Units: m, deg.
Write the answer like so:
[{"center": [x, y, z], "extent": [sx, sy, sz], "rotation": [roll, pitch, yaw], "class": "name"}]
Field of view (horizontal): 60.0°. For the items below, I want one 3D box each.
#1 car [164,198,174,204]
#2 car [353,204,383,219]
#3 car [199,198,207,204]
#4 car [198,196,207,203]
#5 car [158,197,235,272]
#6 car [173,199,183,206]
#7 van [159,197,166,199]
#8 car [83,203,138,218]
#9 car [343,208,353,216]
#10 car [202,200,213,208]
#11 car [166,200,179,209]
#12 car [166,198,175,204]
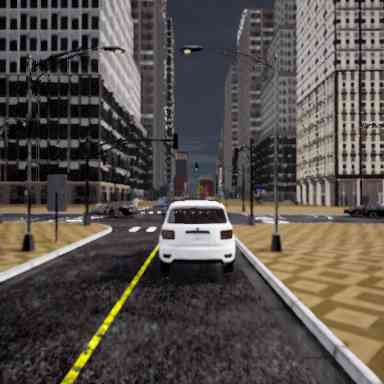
[{"center": [-5.588, 2.271, 81.046], "extent": [1.947, 1.339, 4.313], "rotation": [0, 0, 0], "class": "car"}, {"center": [19.744, 2.060, 34.335], "extent": [4.718, 1.301, 1.895], "rotation": [0, -1, -1], "class": "car"}, {"center": [2.821, 2.297, 86.541], "extent": [1.887, 1.381, 4.507], "rotation": [0, 0, 0], "class": "car"}, {"center": [2.851, 2.114, 92.083], "extent": [2.192, 1.841, 5.009], "rotation": [0, 0, 0], "class": "car"}, {"center": [0.121, 1.321, 11.361], "extent": [2.150, 2.045, 5.566], "rotation": [0, -1, -1], "class": "car"}, {"center": [-2.958, 2.208, 70.309], "extent": [1.895, 1.301, 4.718], "rotation": [0, 0, 0], "class": "car"}, {"center": [-5.674, 1.903, 64.431], "extent": [1.690, 1.788, 3.998], "rotation": [0, 0, 0], "class": "van"}, {"center": [-8.158, 1.803, 33.509], "extent": [5.357, 1.411, 2.033], "rotation": [0, -1, 15], "class": "car"}, {"center": [20.040, 2.052, 37.591], "extent": [5.357, 1.411, 2.033], "rotation": [0, -1, -1], "class": "car"}, {"center": [2.700, 2.058, 58.849], "extent": [1.887, 1.381, 4.507], "rotation": [0, 0, 0], "class": "car"}, {"center": [-3.113, 2.005, 54.885], "extent": [1.812, 1.442, 4.674], "rotation": [0, 0, 1], "class": "car"}, {"center": [-5.559, 2.303, 86.584], "extent": [2.008, 1.369, 4.403], "rotation": [0, 0, 0], "class": "car"}]
